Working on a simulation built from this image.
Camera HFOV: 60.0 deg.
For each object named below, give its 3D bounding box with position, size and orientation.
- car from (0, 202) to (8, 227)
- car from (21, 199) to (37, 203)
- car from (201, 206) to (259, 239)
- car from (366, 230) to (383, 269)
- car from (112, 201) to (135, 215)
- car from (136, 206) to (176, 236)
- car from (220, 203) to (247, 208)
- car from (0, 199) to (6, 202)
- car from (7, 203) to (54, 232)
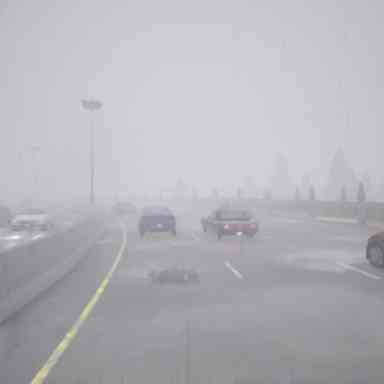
[{"bbox_3d":[-14.298,1.708,24.036,2.033,1.411,5.357,0,0,-16],"label":"car"},{"bbox_3d":[-28.376,1.916,57.781,2.128,1.511,4.902,0,0,-39],"label":"car"},{"bbox_3d":[1.787,1.630,17.484,1.895,1.301,4.718,0,0,-10],"label":"car"},{"bbox_3d":[6.495,1.336,8.360,2.097,1.767,4.553,0,0,-5],"label":"car"},{"bbox_3d":[-7.609,1.719,36.797,1.994,1.385,4.181,0,0,-22],"label":"car"},{"bbox_3d":[-2.109,1.535,19.092,1.882,1.535,5.008,0,0,-11],"label":"car"},{"bbox_3d":[3.193,1.592,27.084,2.033,1.411,5.357,0,0,-15],"label":"car"},{"bbox_3d":[-34.375,2.026,59.371,2.033,1.411,5.357,-1,0,-41],"label":"car"},{"bbox_3d":[-9.928,1.642,21.103,1.812,1.442,4.674,0,0,-15],"label":"car"}]
